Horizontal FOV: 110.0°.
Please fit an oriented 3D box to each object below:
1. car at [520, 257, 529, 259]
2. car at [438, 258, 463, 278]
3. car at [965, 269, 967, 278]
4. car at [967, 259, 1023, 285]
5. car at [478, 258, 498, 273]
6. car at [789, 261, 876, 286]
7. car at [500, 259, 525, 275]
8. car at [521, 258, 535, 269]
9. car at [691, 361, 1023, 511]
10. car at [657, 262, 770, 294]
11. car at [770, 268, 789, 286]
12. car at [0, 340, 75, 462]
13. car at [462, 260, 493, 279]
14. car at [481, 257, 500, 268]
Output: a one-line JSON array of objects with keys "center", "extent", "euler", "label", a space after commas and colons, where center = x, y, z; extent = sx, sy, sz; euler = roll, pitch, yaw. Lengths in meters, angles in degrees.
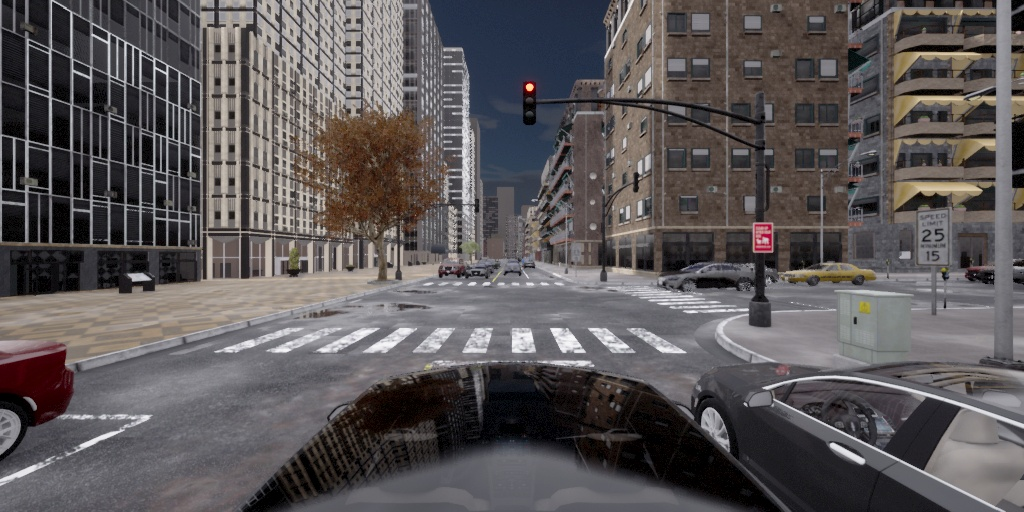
[{"center": [2.708, 1.314, 62.174], "extent": [1.751, 1.417, 4.829], "euler": [0, 0, 0], "label": "car"}, {"center": [-5.682, 1.078, 34.393], "extent": [2.192, 1.841, 5.009], "euler": [0, 0, 0], "label": "car"}, {"center": [30.142, 0.858, 21.580], "extent": [4.507, 1.381, 1.888], "euler": [0, 0, -1], "label": "car"}, {"center": [27.797, 0.853, 18.963], "extent": [4.892, 1.490, 1.837], "euler": [0, 0, 0], "label": "car"}, {"center": [-3.088, 1.317, 42.259], "extent": [2.033, 1.411, 5.357], "euler": [0, 0, 0], "label": "car"}, {"center": [18.838, 0.992, 21.468], "extent": [4.829, 1.417, 1.751], "euler": [0, 0, -1], "label": "car"}, {"center": [0.079, 1.314, 39.024], "extent": [2.033, 1.411, 5.357], "euler": [0, 0, 1], "label": "car"}, {"center": [2.706, 1.348, 56.481], "extent": [1.948, 1.339, 4.313], "euler": [0, 0, 0], "label": "car"}, {"center": [2.689, 1.300, 2.002], "extent": [2.007, 1.370, 4.403], "euler": [0, 0, 0], "label": "car"}, {"center": [10.085, 1.084, 18.584], "extent": [4.902, 1.511, 2.128], "euler": [-1, 0, -4], "label": "car"}, {"center": [13.441, 1.095, 21.415], "extent": [4.403, 1.370, 2.007], "euler": [0, 0, -1], "label": "car"}, {"center": [-5.691, 1.295, 2.005], "extent": [1.888, 1.381, 4.507], "euler": [0, 0, 0], "label": "car"}, {"center": [-3.082, 1.326, 32.874], "extent": [1.994, 1.385, 4.181], "euler": [0, 0, 1], "label": "car"}, {"center": [-3.074, 1.130, 52.408], "extent": [2.097, 1.767, 4.553], "euler": [0, 0, 0], "label": "car"}]
